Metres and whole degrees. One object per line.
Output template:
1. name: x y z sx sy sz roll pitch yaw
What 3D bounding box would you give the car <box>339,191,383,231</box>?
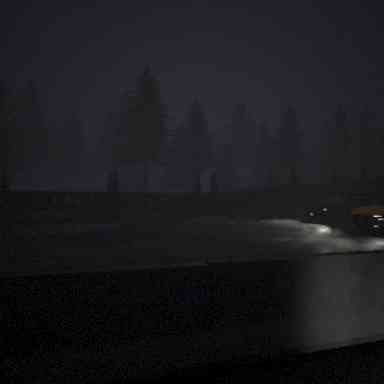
1. car: 9.137 0.796 14.229 5.008 1.535 1.882 -3 3 -19

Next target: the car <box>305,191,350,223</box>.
1. car: 8.284 0.715 17.635 4.674 1.442 1.812 -3 3 -19
